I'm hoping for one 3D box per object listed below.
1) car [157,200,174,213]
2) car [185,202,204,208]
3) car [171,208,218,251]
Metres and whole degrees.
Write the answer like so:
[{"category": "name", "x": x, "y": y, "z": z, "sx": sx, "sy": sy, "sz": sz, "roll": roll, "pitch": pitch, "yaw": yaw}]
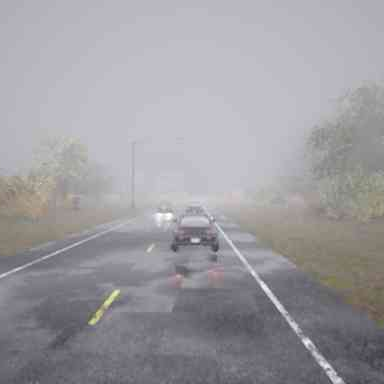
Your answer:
[{"category": "car", "x": -3.346, "y": 1.807, "z": 42.117, "sx": 2.128, "sy": 1.511, "sz": 4.902, "roll": 0, "pitch": -1, "yaw": 1}, {"category": "car", "x": 0.238, "y": 1.789, "z": 35.293, "sx": 1.812, "sy": 1.442, "sz": 4.674, "roll": 0, "pitch": 0, "yaw": 0}, {"category": "car", "x": 0.126, "y": 1.635, "z": 14.649, "sx": 1.812, "sy": 1.442, "sz": 4.674, "roll": 0, "pitch": 0, "yaw": 0}]
